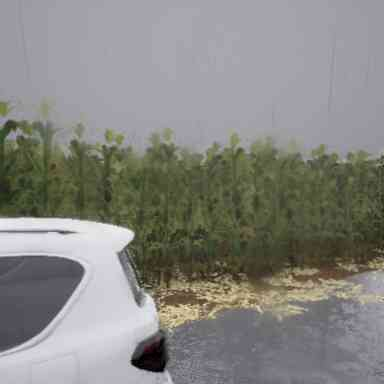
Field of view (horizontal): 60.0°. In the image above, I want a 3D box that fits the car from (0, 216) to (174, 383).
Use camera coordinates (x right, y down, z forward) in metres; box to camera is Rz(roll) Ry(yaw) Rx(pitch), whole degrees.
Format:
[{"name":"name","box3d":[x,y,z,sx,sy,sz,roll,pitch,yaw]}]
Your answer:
[{"name":"car","box3d":[-2.740,1.203,1.590,5.566,2.045,2.150,1,-1,-34]}]
